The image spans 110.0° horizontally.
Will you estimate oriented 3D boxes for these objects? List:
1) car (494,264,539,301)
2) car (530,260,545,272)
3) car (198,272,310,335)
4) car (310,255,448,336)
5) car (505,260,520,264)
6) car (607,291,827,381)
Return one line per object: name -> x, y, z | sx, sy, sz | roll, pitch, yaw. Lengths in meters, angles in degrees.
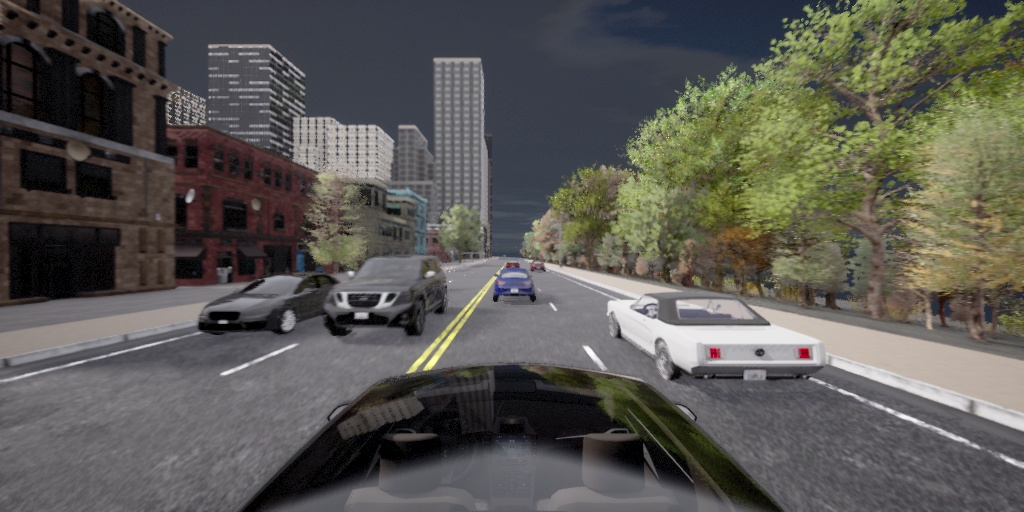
car -> 0.104, 1.285, 17.342 | 1.812, 1.442, 4.674 | 0, 0, 0
car -> 3.364, 1.296, 47.893 | 1.812, 1.442, 4.674 | 0, 0, 0
car -> -6.595, 1.260, 10.609 | 1.837, 1.490, 4.892 | 0, 0, 0
car -> -3.346, 0.977, 10.739 | 2.150, 2.045, 5.566 | 0, 0, 0
car -> 0.111, 1.248, 50.444 | 1.882, 1.535, 5.008 | 0, 0, 0
car -> 3.353, 1.355, 7.158 | 1.895, 1.301, 4.718 | 0, 0, 0
